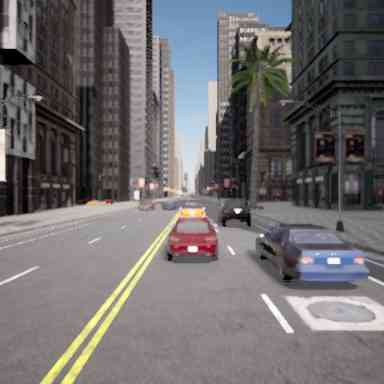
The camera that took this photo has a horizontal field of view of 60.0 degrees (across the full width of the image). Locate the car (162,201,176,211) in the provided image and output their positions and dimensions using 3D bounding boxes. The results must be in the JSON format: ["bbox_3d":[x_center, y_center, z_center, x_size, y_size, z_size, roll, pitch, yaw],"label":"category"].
[{"bbox_3d":[-3.361,2.109,49.709,1.994,1.385,4.181,0,-1,0],"label":"car"}]

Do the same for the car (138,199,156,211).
[{"bbox_3d":[-6.612,1.890,48.906,2.097,1.767,4.553,0,-1,0],"label":"car"}]

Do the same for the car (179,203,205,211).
[{"bbox_3d":[0.027,1.658,27.205,2.097,1.767,4.553,0,-1,0],"label":"car"}]

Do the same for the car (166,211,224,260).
[{"bbox_3d":[0.042,1.672,12.939,1.812,1.442,4.674,0,0,1],"label":"car"}]

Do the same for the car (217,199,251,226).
[{"bbox_3d":[3.266,1.518,26.182,2.150,2.045,5.566,0,0,0],"label":"car"}]

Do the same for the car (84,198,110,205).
[{"bbox_3d":[-23.887,2.734,83.850,4.829,1.417,1.752,-1,0,0],"label":"car"}]

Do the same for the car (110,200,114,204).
[{"bbox_3d":[-24.031,2.807,92.378,4.507,1.381,1.887,-1,0,0],"label":"car"}]

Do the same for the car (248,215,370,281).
[{"bbox_3d":[3.265,1.664,10.156,2.033,1.411,5.357,0,-1,0],"label":"car"}]
